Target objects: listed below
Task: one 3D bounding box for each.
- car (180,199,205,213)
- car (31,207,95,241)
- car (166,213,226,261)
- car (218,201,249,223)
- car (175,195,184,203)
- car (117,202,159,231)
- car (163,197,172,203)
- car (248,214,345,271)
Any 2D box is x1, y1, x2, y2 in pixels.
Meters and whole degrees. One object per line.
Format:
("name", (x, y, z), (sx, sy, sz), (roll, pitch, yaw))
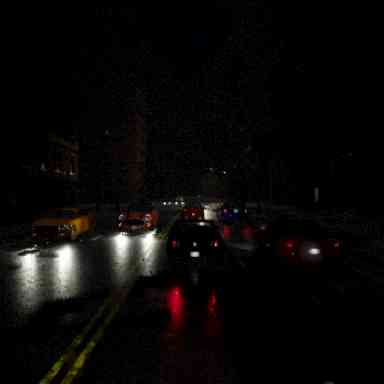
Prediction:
("car", (0.094, 1.656, 29.127), (1.882, 1.535, 5.008), (0, 0, 0))
("car", (-6.601, 1.585, 17.544), (1.882, 1.535, 5.008), (0, -1, 0))
("car", (0.097, 1.678, 12.678), (1.895, 1.301, 4.718), (0, 0, 0))
("car", (3.344, 1.521, 27.470), (2.097, 1.767, 4.553), (0, 0, 0))
("car", (-3.271, 1.796, 88.833), (2.150, 2.045, 5.566), (0, 0, 0))
("car", (-3.345, 1.482, 21.392), (2.097, 1.767, 4.553), (0, 0, 0))
("car", (-6.521, 2.124, 88.860), (1.994, 1.385, 4.181), (0, 0, 0))
("car", (3.355, 1.631, 11.199), (1.994, 1.385, 4.181), (0, -1, -1))
